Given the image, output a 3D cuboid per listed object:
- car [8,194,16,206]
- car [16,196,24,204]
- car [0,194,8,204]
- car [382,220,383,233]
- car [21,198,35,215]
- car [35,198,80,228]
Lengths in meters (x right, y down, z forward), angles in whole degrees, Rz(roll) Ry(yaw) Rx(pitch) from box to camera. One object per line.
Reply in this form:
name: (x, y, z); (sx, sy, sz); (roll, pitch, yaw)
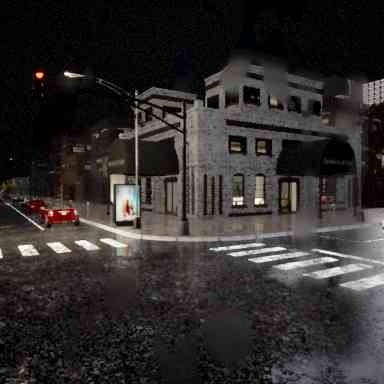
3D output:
car: (-26.327, 1.290, 50.542); (2.008, 1.369, 4.403); (-1, 1, -31)
car: (-17.454, 1.346, 35.937); (2.008, 1.369, 4.403); (-1, 1, -31)
car: (-32.656, 1.300, 55.983); (1.994, 1.385, 4.181); (-1, 0, -31)
car: (10.620, 1.065, 14.376); (5.566, 2.045, 2.150); (0, 1, -32)
car: (-14.495, 1.397, 31.068); (1.802, 1.307, 4.206); (-1, 1, -31)
car: (-8.580, 1.297, 21.329); (1.967, 1.590, 4.097); (-1, 1, -31)
